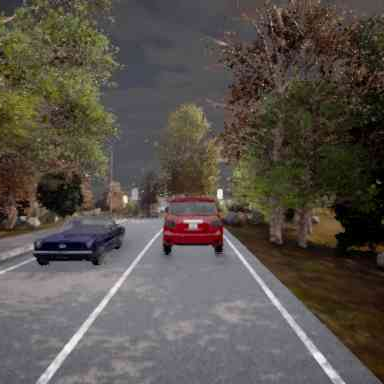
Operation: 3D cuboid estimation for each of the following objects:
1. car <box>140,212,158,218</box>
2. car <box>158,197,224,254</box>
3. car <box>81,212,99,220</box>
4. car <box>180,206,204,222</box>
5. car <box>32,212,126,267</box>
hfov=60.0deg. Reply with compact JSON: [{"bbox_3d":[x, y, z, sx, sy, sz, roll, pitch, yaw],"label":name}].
[{"bbox_3d":[-10.173,5.585,80.413,4.553,1.767,2.097,3,-5,-25],"label":"car"},{"bbox_3d":[0.027,1.226,13.638,2.150,2.045,5.566,0,0,0],"label":"car"},{"bbox_3d":[-19.956,4.682,65.204,2.128,1.511,4.902,0,-5,-2],"label":"car"},{"bbox_3d":[0.092,2.143,32.533,2.033,1.411,5.357,0,-3,3],"label":"car"},{"bbox_3d":[-3.658,1.595,11.610,1.895,1.301,4.718,0,0,0],"label":"car"}]
